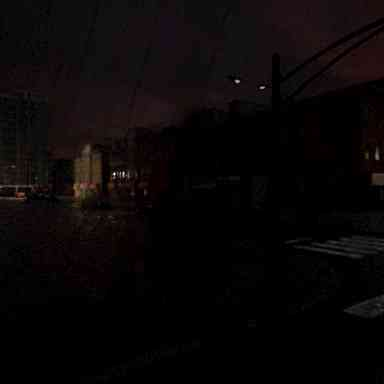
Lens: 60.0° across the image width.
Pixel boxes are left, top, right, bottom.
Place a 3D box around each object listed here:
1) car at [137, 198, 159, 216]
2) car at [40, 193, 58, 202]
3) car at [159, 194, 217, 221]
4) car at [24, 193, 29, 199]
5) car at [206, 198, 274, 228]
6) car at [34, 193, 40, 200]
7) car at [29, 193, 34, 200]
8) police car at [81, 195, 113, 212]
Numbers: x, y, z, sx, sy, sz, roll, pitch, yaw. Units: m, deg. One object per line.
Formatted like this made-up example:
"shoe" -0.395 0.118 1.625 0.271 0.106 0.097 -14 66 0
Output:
"car" -3.181 1.218 28.707 1.887 1.381 4.507 0 1 -36
"car" -25.431 0.957 59.765 1.752 1.417 4.829 0 1 -36
"car" -0.016 1.026 24.288 2.192 1.841 5.009 0 1 -36
"car" -34.826 0.889 72.879 2.008 1.369 4.403 0 1 -36
"car" 3.149 1.293 19.873 1.887 1.381 4.507 0 1 -36
"car" -28.497 0.841 64.044 1.967 1.590 4.097 0 1 -36
"car" -31.662 0.914 68.462 1.887 1.381 4.507 0 1 -36
"police car" -9.414 1.080 32.870 1.930 1.638 5.238 -1 1 -36
